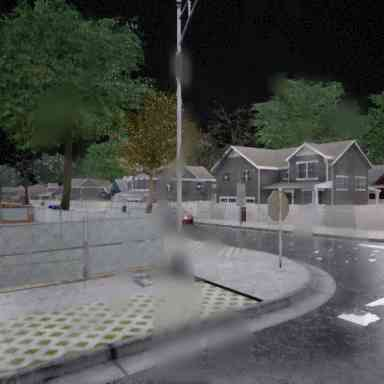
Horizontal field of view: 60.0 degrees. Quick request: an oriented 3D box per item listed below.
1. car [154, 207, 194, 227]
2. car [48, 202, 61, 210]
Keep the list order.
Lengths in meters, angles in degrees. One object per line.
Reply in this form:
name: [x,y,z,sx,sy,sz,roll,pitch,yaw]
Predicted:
car: [-1.659,1.920,26.410,1.994,1.385,4.181,0,-1,-36]
car: [-22.507,2.385,55.126,1.882,1.535,5.008,0,-1,-36]
